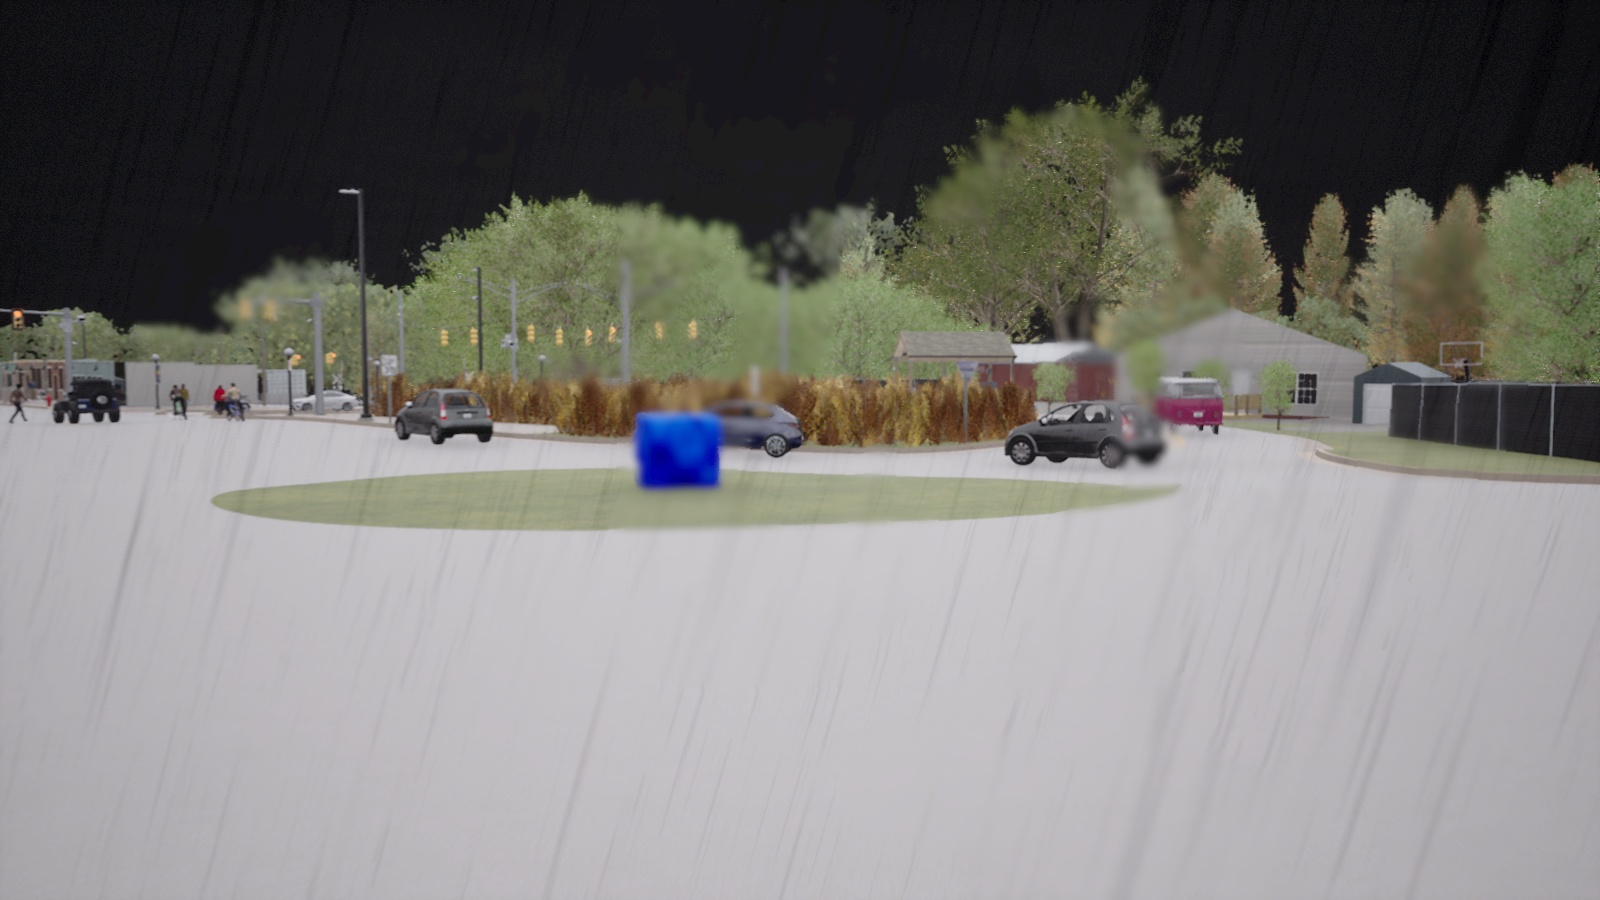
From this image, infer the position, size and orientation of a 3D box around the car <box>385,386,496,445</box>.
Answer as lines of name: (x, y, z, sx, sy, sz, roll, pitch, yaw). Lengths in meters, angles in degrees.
car: (-11.000, -1.100, 38.279, 1.851, 1.617, 3.988, -3, 5, -38)

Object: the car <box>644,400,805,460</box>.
car: (-2.048, -0.577, 34.725, 4.193, 1.474, 1.816, 2, 4, 5)

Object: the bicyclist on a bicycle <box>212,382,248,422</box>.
bicyclist on a bicycle: (-23.412, -1.962, 51.585, 0.866, 1.612, 1.509, -4, 4, -43)

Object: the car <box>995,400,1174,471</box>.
car: (7.000, -0.411, 31.212, 1.851, 1.617, 3.988, -3, 3, -43)

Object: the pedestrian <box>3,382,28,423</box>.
pedestrian: (-34.975, -2.126, 56.010, 0.328, 1.805, 0.869, 2, 5, 20)

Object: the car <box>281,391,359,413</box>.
car: (-33.183, -3.331, 86.828, 4.674, 1.442, 1.812, -3, 3, -44)

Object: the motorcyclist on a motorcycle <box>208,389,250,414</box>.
motorcyclist on a motorcycle: (-36.000, -3.048, 79.190, 2.191, 1.530, 0.866, -1, 3, -45)

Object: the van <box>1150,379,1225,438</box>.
van: (13.990, -1.565, 45.552, 1.775, 1.987, 4.442, 0, 4, 6)

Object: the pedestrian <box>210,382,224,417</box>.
pedestrian: (-31.681, -2.740, 68.301, 0.634, 1.844, 0.899, -2, 5, -25)

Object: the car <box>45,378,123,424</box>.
car: (-30.860, -2.110, 54.095, 1.905, 1.878, 3.866, -4, 4, -44)
